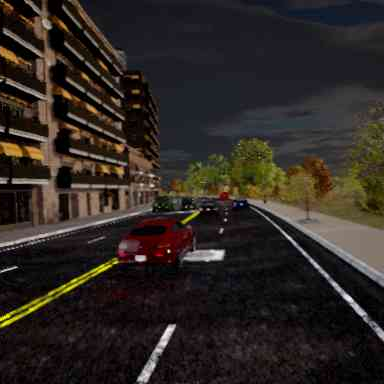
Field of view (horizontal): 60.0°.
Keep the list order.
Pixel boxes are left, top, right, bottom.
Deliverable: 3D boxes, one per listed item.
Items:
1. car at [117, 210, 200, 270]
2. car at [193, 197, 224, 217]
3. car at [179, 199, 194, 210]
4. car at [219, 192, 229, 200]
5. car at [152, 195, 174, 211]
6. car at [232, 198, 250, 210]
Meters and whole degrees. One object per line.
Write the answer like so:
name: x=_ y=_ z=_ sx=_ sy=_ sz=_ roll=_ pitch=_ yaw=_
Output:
car: x=-1.051 y=1.608 z=11.261 sx=1.812 sy=1.442 sz=4.674 roll=-3 pitch=0 yaw=9
car: x=1.678 y=1.552 z=31.371 sx=2.033 sy=1.411 sz=5.357 roll=-3 pitch=0 yaw=6
car: x=-0.521 y=1.646 z=43.766 sx=1.837 sy=1.490 sz=4.892 roll=-3 pitch=0 yaw=5
car: x=7.990 y=1.023 z=83.290 sx=2.150 sy=2.045 sz=5.566 roll=-3 pitch=0 yaw=0
car: x=-3.777 y=1.519 z=43.902 sx=2.150 sy=2.045 sz=5.566 roll=-3 pitch=0 yaw=6
car: x=5.842 y=1.391 z=40.193 sx=1.994 sy=1.385 sz=4.181 roll=-3 pitch=0 yaw=5
